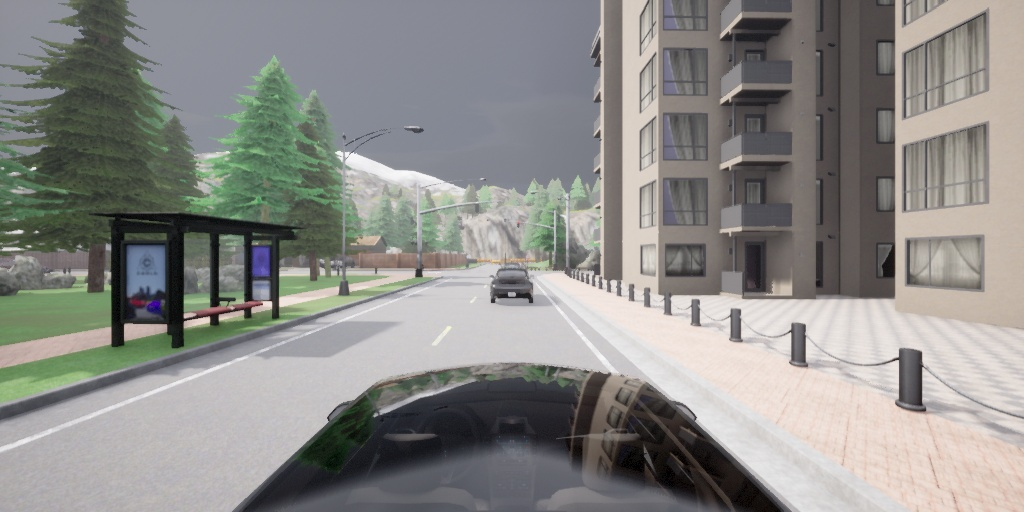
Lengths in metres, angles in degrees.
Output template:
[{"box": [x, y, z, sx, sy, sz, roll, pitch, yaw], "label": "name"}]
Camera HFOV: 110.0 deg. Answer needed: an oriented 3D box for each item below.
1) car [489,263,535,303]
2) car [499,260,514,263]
[{"box": [0.000, 1.265, 16.500, 1.837, 1.490, 4.892, 0, 0, 0], "label": "car"}, {"box": [0.000, 1.282, 31.500, 1.812, 1.442, 4.674, 0, 0, 0], "label": "car"}]
